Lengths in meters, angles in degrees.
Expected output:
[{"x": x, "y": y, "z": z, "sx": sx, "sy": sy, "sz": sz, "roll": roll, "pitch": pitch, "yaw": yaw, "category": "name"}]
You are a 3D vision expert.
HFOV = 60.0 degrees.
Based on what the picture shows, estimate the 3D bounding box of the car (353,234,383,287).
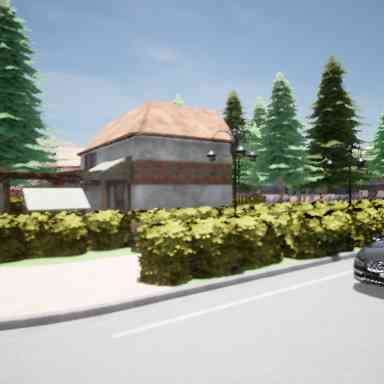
[{"x": 5.905, "y": 1.443, "z": 8.202, "sx": 4.892, "sy": 1.490, "sz": 1.837, "roll": 0, "pitch": 0, "yaw": -36, "category": "car"}]
